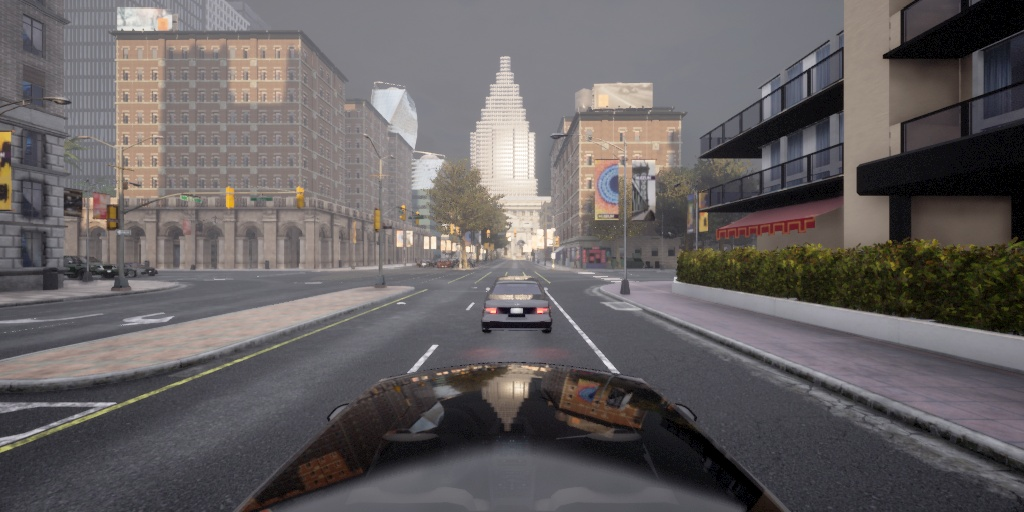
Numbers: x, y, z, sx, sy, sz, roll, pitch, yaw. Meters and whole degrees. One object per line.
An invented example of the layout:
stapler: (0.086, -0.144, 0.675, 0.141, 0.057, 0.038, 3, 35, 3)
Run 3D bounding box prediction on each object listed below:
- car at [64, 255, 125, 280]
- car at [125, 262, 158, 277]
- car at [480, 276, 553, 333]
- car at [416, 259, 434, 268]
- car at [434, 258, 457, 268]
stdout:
car: (-37.615, 0.971, 31.029, 5.566, 2.045, 2.150, 0, 0, 0)
car: (-36.838, 1.314, 34.530, 4.181, 1.385, 1.994, 0, 0, 0)
car: (0.143, 1.297, 10.709, 2.033, 1.411, 5.357, 0, 0, 1)
car: (-14.535, 1.242, 61.520, 2.128, 1.511, 4.902, 0, 0, 1)
car: (-11.065, 1.102, 59.635, 2.097, 1.767, 4.553, 0, 0, 1)
